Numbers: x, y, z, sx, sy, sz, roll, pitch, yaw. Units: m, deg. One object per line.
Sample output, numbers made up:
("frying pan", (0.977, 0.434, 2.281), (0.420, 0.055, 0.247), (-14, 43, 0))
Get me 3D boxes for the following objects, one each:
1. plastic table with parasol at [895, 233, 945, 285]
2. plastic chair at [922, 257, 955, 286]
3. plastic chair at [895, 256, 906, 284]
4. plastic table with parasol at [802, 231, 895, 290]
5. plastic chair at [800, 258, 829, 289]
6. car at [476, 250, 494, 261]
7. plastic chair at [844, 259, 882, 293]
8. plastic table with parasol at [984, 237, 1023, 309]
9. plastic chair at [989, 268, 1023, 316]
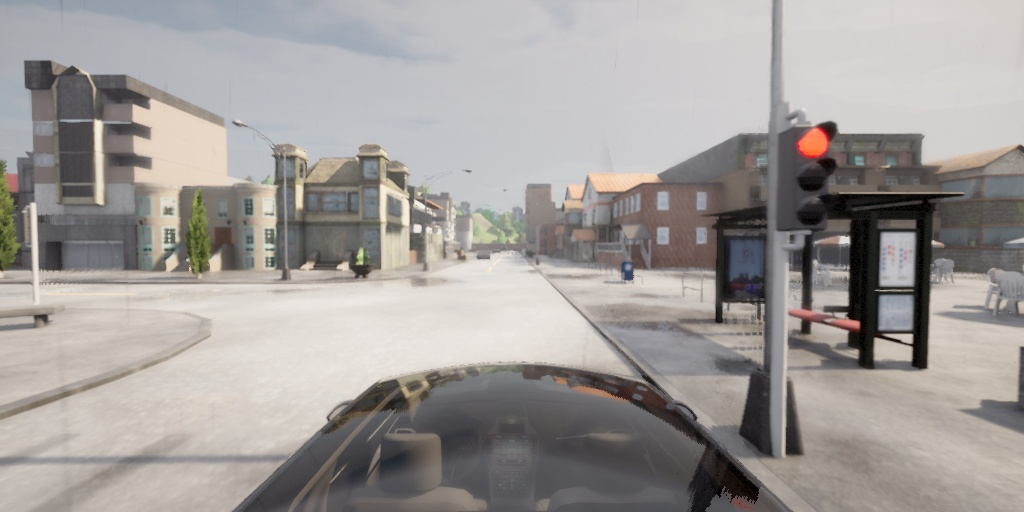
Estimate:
("plastic table with parasol", (22.513, 0.155, 20.315), (2.482, 2.480, 2.482), (0, 0, 0))
("plastic chair", (22.502, 0.801, 18.846), (0.750, 1.272, 0.730), (0, 0, 0))
("plastic chair", (21.334, 0.761, 20.242), (0.730, 1.272, 0.750), (0, 0, -1))
("plastic table with parasol", (15.922, 0.236, 17.428), (2.482, 2.480, 2.482), (0, 0, 0))
("plastic chair", (14.702, 0.837, 17.548), (0.730, 1.272, 0.750), (0, 0, 0))
("car", (-3.997, -0.062, 51.197), (1.837, 1.490, 4.892), (0, 3, 0))
("plastic chair", (15.802, 0.876, 16.148), (0.750, 1.272, 0.730), (0, 0, 0))
("plastic table with parasol", (15.170, 0.455, 9.611), (2.482, 2.480, 2.482), (0, 0, 0))
("plastic chair", (13.900, 1.055, 9.751), (0.730, 1.272, 0.750), (0, 0, 0))
